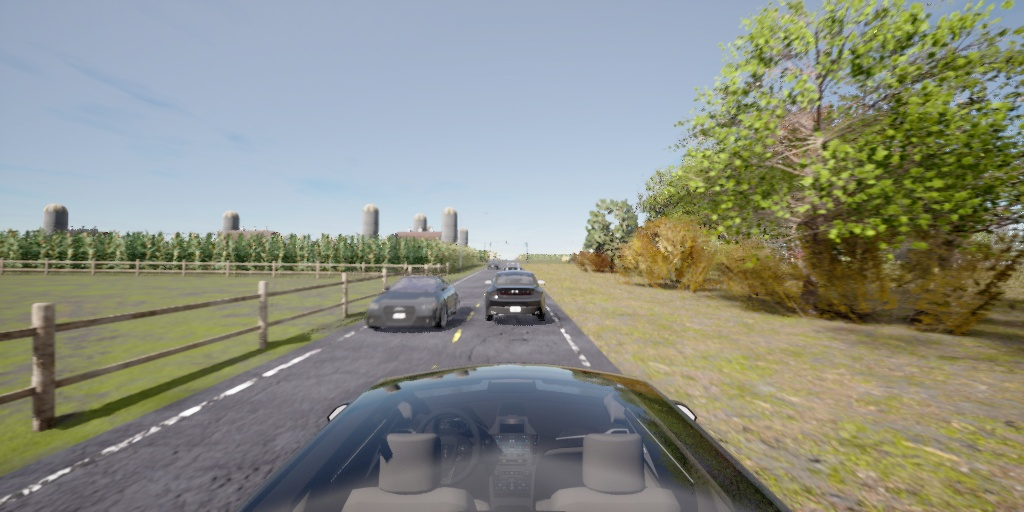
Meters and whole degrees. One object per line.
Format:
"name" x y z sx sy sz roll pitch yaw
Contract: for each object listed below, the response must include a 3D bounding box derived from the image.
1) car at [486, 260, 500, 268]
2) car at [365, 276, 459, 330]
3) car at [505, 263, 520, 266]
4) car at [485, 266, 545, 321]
"car" -2.813 1.298 54.599 1.837 1.490 4.892 0 0 0
"car" -2.849 1.321 11.052 1.994 1.385 4.181 0 0 0
"car" 0.100 1.378 38.563 1.895 1.301 4.718 0 0 0
"car" 0.098 1.263 12.566 1.837 1.490 4.892 0 0 0
